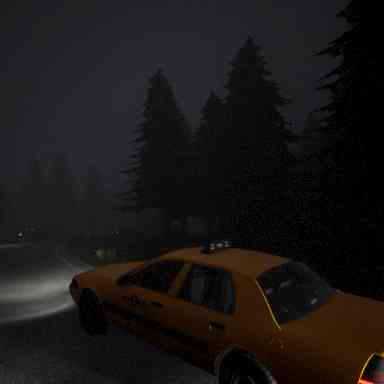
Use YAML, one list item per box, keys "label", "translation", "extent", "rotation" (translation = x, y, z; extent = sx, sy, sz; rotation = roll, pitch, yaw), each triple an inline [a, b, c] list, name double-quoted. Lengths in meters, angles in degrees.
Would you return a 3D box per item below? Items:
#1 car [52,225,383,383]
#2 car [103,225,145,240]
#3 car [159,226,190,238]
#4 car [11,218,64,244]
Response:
- label: "car"
  translation: [0.138, 1.441, 4.738]
  extent: [5.366, 1.575, 1.801]
  rotation: [0, 1, 43]
- label: "car"
  translation: [-7.440, 4.510, 36.956]
  extent: [2.033, 1.411, 5.357]
  rotation: [-4, -8, 20]
- label: "car"
  translation: [-2.322, 5.544, 46.264]
  extent: [1.882, 1.535, 5.008]
  rotation: [-5, -8, 30]
- label: "car"
  translation: [-12.750, 3.224, 28.109]
  extent: [2.150, 2.045, 5.566]
  rotation: [-4, -7, 7]
